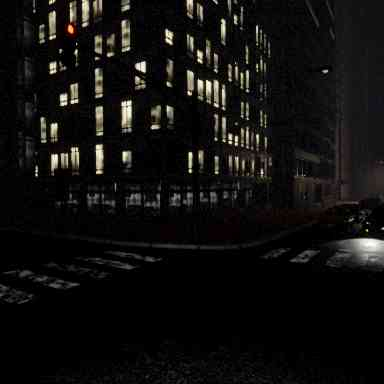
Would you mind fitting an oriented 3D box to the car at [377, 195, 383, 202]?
[{"bbox_3d":[44.685,1.508,78.101,2.008,1.369,4.403,-1,-1,32],"label":"car"}]

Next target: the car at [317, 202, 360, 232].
[{"bbox_3d":[8.840,1.514,20.287,1.752,1.417,4.829,-1,-1,32],"label":"car"}]

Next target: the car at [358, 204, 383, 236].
[{"bbox_3d":[10.161,1.552,17.462,1.994,1.385,4.181,0,0,32],"label":"car"}]

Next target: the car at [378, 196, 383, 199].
[{"bbox_3d":[20.521,1.470,33.998,2.128,1.511,4.902,0,0,32],"label":"car"}]

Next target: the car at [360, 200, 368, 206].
[{"bbox_3d":[11.909,1.552,25.237,1.947,1.339,4.313,-1,-1,32],"label":"car"}]

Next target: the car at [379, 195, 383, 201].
[{"bbox_3d":[47.665,1.537,82.907,1.802,1.307,4.206,-1,-1,32],"label":"car"}]

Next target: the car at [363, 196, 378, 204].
[{"bbox_3d":[20.848,1.522,39.654,1.887,1.381,4.507,-1,-1,32],"label":"car"}]

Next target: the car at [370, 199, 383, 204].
[{"bbox_3d":[15.125,1.531,25.413,2.033,1.411,5.357,0,0,32],"label":"car"}]
